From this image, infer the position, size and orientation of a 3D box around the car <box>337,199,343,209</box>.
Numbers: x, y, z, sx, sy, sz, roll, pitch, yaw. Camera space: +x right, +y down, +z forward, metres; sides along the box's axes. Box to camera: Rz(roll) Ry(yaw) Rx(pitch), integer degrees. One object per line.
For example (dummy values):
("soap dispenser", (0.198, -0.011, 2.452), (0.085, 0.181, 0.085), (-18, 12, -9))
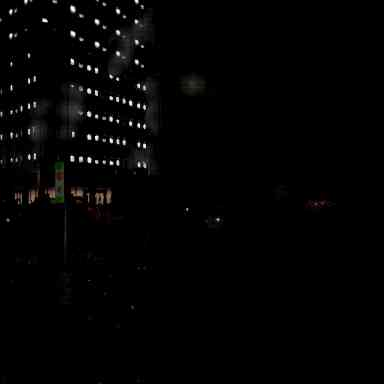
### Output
("car", (21.914, 1.817, 51.071), (1.882, 1.535, 5.008), (0, 0, 31))

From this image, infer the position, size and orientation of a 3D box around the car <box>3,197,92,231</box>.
("car", (-9.307, 1.350, 21.968), (2.150, 2.045, 5.566), (0, -1, 35))

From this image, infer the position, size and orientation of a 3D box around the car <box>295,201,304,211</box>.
("car", (14.118, 1.900, 44.697), (1.895, 1.301, 4.718), (0, -1, 33))

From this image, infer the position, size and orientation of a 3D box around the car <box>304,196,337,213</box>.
("car", (16.400, 1.502, 42.254), (2.150, 2.045, 5.566), (0, -1, 34))

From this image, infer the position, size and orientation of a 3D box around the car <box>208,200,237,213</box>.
("car", (3.767, 1.753, 41.088), (1.882, 1.535, 5.008), (0, -1, 34))

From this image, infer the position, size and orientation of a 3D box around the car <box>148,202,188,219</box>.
("car", (-2.250, 1.714, 32.250), (1.837, 1.490, 4.892), (0, -1, 35))

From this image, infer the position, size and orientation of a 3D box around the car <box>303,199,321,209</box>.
("car", (19.136, 1.879, 52.758), (1.812, 1.442, 4.674), (0, 0, 31))

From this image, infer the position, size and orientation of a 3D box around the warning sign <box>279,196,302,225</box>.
("warning sign", (6.804, 1.251, 22.976), (1.300, 1.860, 1.060), (0, 0, 34))
